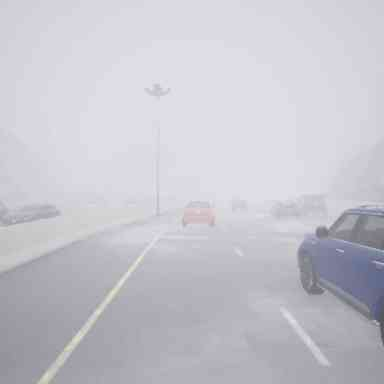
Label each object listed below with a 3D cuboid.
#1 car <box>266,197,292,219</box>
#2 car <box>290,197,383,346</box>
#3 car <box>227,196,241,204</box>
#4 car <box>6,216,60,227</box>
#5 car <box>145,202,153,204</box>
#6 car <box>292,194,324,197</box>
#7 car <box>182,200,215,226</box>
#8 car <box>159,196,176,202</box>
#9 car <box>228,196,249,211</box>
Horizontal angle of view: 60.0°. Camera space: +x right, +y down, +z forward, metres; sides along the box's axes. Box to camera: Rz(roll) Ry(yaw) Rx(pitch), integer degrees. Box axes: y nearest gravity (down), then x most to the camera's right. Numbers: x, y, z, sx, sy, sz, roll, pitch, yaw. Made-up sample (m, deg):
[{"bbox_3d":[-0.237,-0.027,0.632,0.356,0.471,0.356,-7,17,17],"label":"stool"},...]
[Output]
[{"bbox_3d":[7.913,1.488,28.346,2.128,1.511,4.902,0,0,6],"label":"car"},{"bbox_3d":[3.598,1.221,5.607,2.150,2.045,5.566,0,0,0],"label":"car"},{"bbox_3d":[8.097,1.516,64.398,1.812,1.442,4.674,0,0,18],"label":"car"},{"bbox_3d":[-10.246,1.501,21.797,1.837,1.490,4.892,0,0,3],"label":"car"},{"bbox_3d":[-7.228,1.342,62.298,2.097,1.767,4.553,0,0,15],"label":"car"},{"bbox_3d":[11.814,1.218,33.172,2.150,2.045,5.566,0,0,8],"label":"car"},{"bbox_3d":[0.540,1.348,23.340,2.097,1.767,4.553,0,0,4],"label":"car"},{"bbox_3d":[-3.777,1.490,61.639,2.128,1.511,4.902,0,0,15],"label":"car"},{"bbox_3d":[5.929,1.499,41.329,1.837,1.490,4.892,-1,0,11],"label":"car"}]
